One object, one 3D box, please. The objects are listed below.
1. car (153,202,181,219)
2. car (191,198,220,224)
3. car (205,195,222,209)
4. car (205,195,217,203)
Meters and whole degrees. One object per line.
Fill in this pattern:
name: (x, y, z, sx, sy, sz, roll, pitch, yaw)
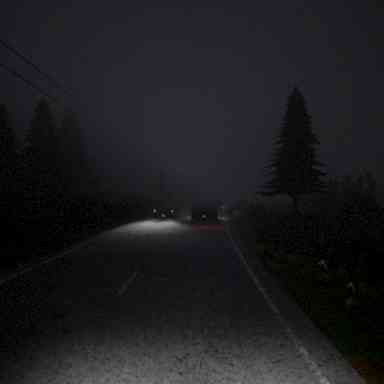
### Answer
car: (-2.128, 1.597, 28.971, 1.895, 1.301, 4.718, 0, 0, 5)
car: (0.975, 1.475, 24.958, 1.882, 1.535, 5.008, 0, 0, 4)
car: (2.804, 1.487, 42.745, 2.128, 1.511, 4.902, 0, 0, 7)
car: (3.926, 1.469, 68.940, 1.882, 1.535, 5.008, 0, 0, 11)
